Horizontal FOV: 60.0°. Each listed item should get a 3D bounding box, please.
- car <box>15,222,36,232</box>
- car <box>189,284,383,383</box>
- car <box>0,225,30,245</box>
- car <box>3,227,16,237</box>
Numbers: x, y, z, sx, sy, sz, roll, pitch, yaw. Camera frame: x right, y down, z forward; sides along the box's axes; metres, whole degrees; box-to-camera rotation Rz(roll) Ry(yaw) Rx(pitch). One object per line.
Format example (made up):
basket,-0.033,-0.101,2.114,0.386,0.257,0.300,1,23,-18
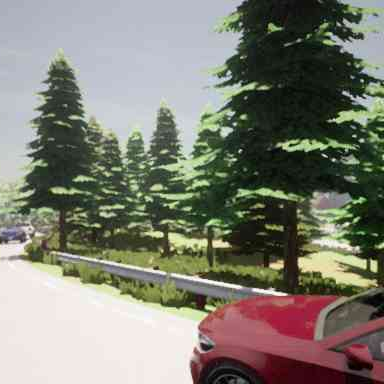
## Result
car,-20.440,4.699,40.511,2.150,2.045,5.566,0,-5,-22
car,2.177,1.530,2.881,4.674,1.442,1.812,0,0,33
car,-16.565,4.034,30.915,1.812,1.442,4.674,0,-5,-21
car,-32.126,7.035,58.598,1.812,1.442,4.674,0,-6,-27
